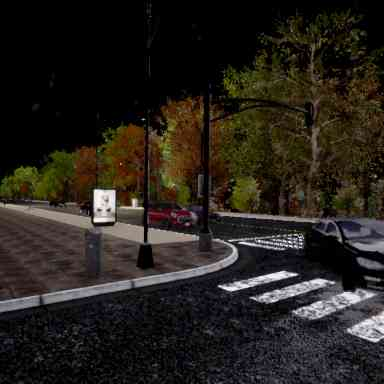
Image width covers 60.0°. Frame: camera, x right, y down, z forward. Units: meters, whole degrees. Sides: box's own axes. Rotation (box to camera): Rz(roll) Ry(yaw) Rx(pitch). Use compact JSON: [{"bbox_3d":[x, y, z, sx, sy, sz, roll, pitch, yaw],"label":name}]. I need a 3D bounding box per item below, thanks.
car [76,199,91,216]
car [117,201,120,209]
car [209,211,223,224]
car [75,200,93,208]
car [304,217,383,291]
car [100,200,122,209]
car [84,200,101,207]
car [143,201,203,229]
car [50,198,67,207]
[{"bbox_3d":[-10.716,1.795,36.001,1.837,1.490,4.892,1,-2,-35],"label":"car"},{"bbox_3d":[-11.663,1.618,43.114,2.150,2.045,5.566,1,-1,-34],"label":"car"},{"bbox_3d":[0.082,1.733,26.095,2.033,1.411,5.357,1,-1,-35],"label":"car"},{"bbox_3d":[-19.896,2.168,61.016,1.812,1.442,4.674,1,-1,-35],"label":"car"},{"bbox_3d":[4.426,1.450,8.906,2.128,1.511,4.902,0,0,4],"label":"car"},{"bbox_3d":[-14.256,2.124,58.589,2.128,1.511,4.902,1,-1,-35],"label":"car"},{"bbox_3d":[-19.990,2.298,66.874,1.994,1.385,4.181,1,-1,-35],"label":"car"},{"bbox_3d":[-1.542,1.475,22.737,2.097,1.767,4.553,1,-1,-35],"label":"car"},{"bbox_3d":[-19.891,1.674,49.432,1.837,1.490,4.892,1,-1,-35],"label":"car"}]
